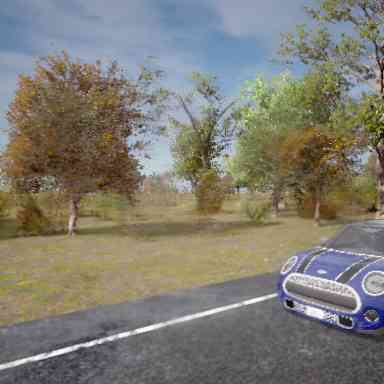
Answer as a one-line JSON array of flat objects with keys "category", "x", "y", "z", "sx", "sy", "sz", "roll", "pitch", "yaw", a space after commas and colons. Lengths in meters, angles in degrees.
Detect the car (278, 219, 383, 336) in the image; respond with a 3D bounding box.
[{"category": "car", "x": 3.829, "y": 1.387, "z": 6.758, "sx": 4.553, "sy": 1.767, "sz": 2.097, "roll": 0, "pitch": 0, "yaw": -36}]
